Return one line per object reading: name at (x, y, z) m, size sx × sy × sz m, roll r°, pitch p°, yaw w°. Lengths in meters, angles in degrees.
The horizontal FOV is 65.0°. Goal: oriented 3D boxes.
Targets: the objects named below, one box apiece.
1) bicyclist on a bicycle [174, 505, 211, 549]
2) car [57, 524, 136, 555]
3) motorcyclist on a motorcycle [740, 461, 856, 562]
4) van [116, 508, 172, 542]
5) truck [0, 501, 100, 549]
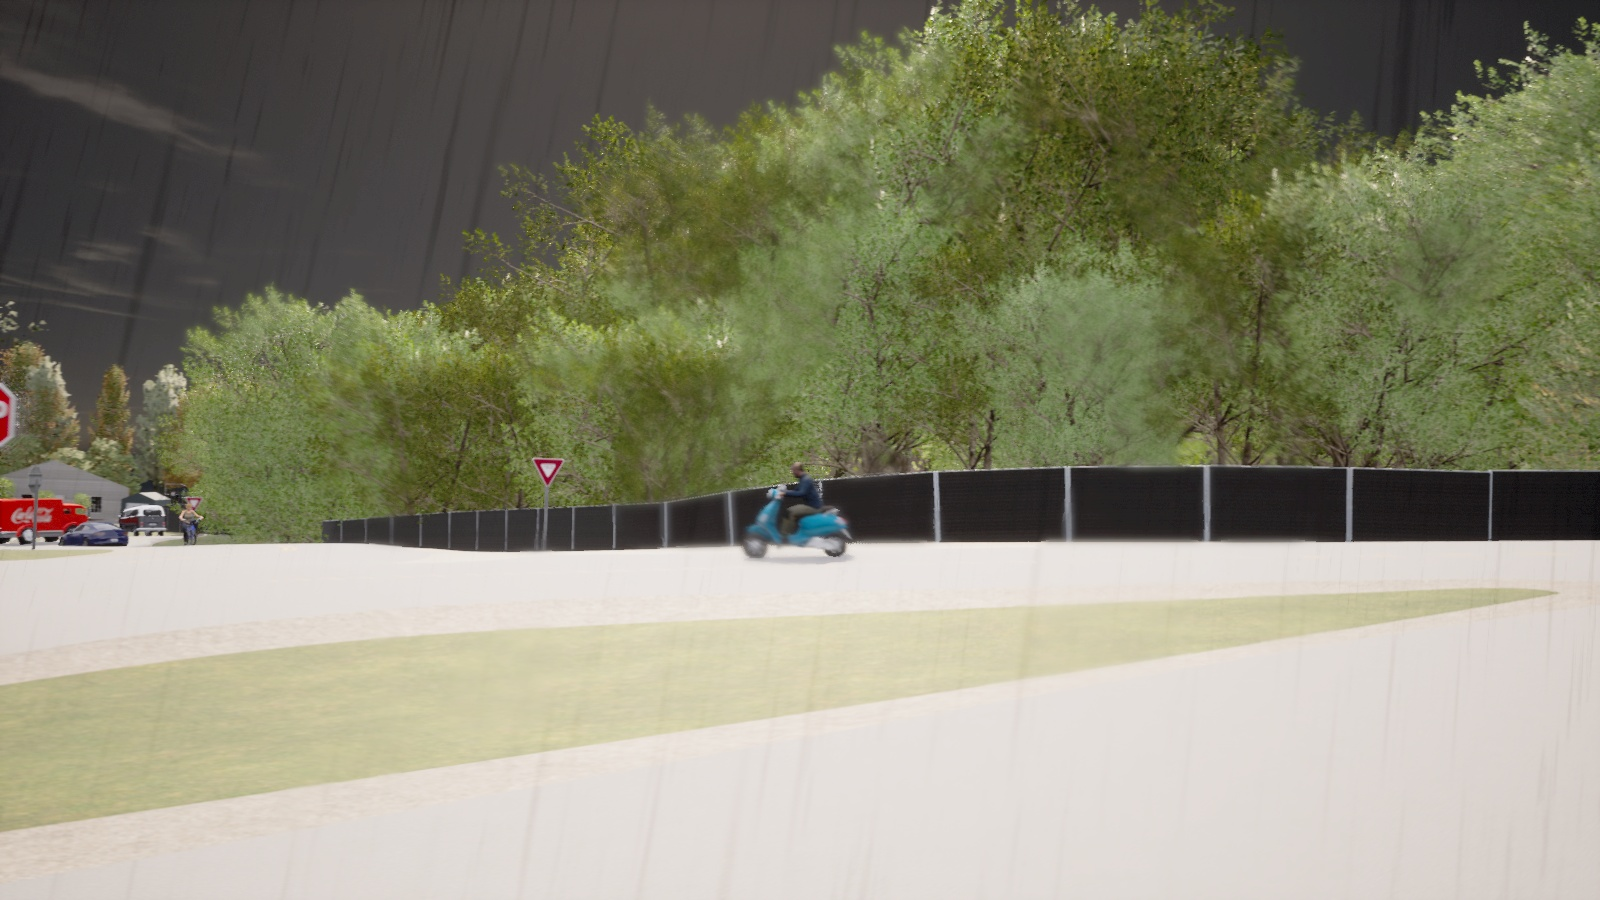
bicyclist on a bicycle at (-22.949, 2.909, 47.413) m, size 0.866 × 1.612 × 1.509 m, roll 0°, pitch -3°, yaw -41°
car at (-34.600, 4.423, 61.725) m, size 4.674 × 1.442 × 1.812 m, roll -4°, pitch -5°, yaw 40°
motorcyclist on a motorcycle at (-0.043, 0.999, 20.701) m, size 1.817 × 1.590 × 0.866 m, roll -1°, pitch -1°, yaw -5°
van at (-43.838, 4.998, 83.845) m, size 2.069 × 2.038 × 4.480 m, roll 3°, pitch -7°, yaw -45°
truck at (-41.798, 4.085, 68.990) m, size 2.627 × 2.467 × 5.204 m, roll -1°, pitch -2°, yaw 26°
